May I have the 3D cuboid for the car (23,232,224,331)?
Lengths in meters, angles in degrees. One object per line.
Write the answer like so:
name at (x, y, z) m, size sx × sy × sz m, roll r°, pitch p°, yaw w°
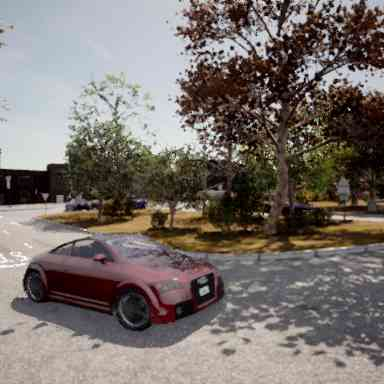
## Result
car at (-1.476, 1.544, 6.713) m, size 4.181 × 1.385 × 1.994 m, roll -2°, pitch -2°, yaw 33°

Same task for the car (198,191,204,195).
car at (0.438, 0.935, 68.891) m, size 2.185 × 1.767 × 4.553 m, roll -1°, pitch 1°, yaw -36°

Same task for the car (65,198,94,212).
car at (-14.791, 1.629, 42.896) m, size 2.185 × 1.767 × 4.553 m, roll -2°, pitch 1°, yaw -35°

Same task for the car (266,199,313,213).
car at (8.761, 1.520, 29.364) m, size 1.895 × 1.301 × 4.718 m, roll 1°, pitch -2°, yaw -35°

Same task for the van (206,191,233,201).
van at (4.601, 0.891, 56.963) m, size 1.878 × 1.987 × 4.442 m, roll -1°, pitch 1°, yaw -36°

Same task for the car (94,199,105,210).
car at (-12.238, 1.693, 44.782) m, size 2.002 × 1.452 × 4.674 m, roll -2°, pitch 1°, yaw -36°

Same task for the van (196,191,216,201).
van at (2.954, 0.800, 70.591) m, size 1.878 × 1.987 × 4.442 m, roll -1°, pitch 0°, yaw -36°

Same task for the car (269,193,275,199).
car at (13.733, 0.733, 63.401) m, size 2.435 × 2.045 × 5.566 m, roll 0°, pitch 0°, yaw -36°

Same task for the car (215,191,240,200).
car at (7.931, 0.724, 74.276) m, size 2.435 × 2.045 × 5.566 m, roll 0°, pitch 0°, yaw -36°
